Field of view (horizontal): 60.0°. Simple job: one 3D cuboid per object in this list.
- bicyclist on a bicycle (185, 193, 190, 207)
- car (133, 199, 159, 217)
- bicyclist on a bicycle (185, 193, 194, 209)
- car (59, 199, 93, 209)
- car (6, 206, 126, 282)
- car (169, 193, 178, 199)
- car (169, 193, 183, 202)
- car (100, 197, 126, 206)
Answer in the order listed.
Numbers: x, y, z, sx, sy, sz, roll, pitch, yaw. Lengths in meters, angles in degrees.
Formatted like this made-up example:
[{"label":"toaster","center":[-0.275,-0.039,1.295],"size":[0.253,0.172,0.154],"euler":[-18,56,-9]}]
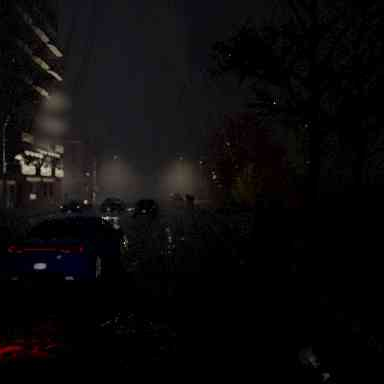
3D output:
[{"label":"bicyclist on a bicycle","center":[-0.584,1.005,43.730],"size":[0.659,1.776,1.843],"euler":[0,1,-4]},{"label":"car","center":[-3.789,1.296,27.895],"size":[1.812,1.442,4.674],"euler":[0,0,-2]},{"label":"bicyclist on a bicycle","center":[-0.055,1.081,34.669],"size":[0.659,1.776,1.843],"euler":[0,1,-3]},{"label":"car","center":[-10.615,1.352,30.743],"size":[1.895,1.301,4.718],"euler":[0,0,-3]},{"label":"car","center":[-3.253,1.400,9.524],"size":[1.882,1.535,5.008],"euler":[0,0,-1]},{"label":"car","center":[-4.269,0.953,75.610],"size":[1.895,1.301,4.718],"euler":[0,1,-7]},{"label":"car","center":[-2.566,1.015,58.431],"size":[1.837,1.490,4.892],"euler":[0,1,-5]},{"label":"car","center":[-7.397,1.234,31.430],"size":[2.128,1.511,4.902],"euler":[0,0,-3]}]
